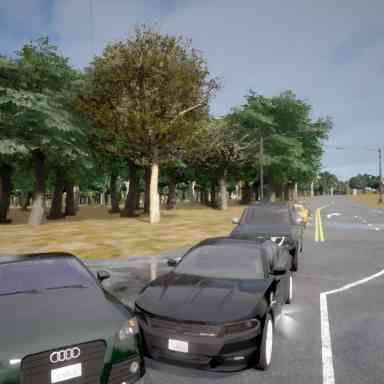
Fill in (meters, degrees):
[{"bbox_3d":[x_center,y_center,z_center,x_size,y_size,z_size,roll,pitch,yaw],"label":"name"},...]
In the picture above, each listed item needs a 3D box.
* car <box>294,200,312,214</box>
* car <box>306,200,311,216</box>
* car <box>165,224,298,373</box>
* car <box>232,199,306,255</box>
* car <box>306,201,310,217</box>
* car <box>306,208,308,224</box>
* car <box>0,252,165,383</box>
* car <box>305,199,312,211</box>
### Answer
[{"bbox_3d":[13.382,1.745,40.094,1.812,1.442,4.674,-1,0,21],"label":"car"},{"bbox_3d":[9.342,1.723,29.515,1.812,1.442,4.674,-1,0,21],"label":"car"},{"bbox_3d":[0.751,1.612,6.226,1.882,1.535,5.008,-1,-2,21],"label":"car"},{"bbox_3d":[2.881,1.459,12.363,2.150,2.045,5.566,-2,0,21],"label":"car"},{"bbox_3d":[7.275,1.662,24.014,1.882,1.535,5.008,-1,0,21],"label":"car"},{"bbox_3d":[5.117,1.773,18.263,1.895,1.301,4.718,-1,0,21],"label":"car"},{"bbox_3d":[-2.297,1.643,4.933,1.994,1.385,4.181,1,-2,-33],"label":"car"},{"bbox_3d":[11.378,1.561,34.887,2.097,1.767,4.553,-1,0,21],"label":"car"}]
